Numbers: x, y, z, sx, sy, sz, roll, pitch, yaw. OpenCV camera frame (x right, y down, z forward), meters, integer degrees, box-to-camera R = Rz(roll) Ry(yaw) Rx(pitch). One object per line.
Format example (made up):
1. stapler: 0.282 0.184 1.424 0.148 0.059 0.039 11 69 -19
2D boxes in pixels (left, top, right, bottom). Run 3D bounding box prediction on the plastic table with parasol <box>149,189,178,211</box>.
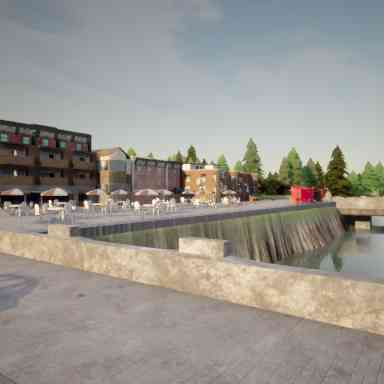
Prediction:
1. plastic table with parasol: -3.380 0.925 39.485 2.482 2.480 2.482 0 0 36
